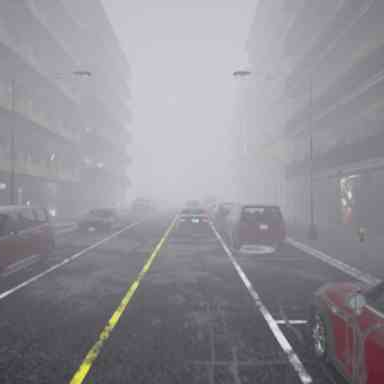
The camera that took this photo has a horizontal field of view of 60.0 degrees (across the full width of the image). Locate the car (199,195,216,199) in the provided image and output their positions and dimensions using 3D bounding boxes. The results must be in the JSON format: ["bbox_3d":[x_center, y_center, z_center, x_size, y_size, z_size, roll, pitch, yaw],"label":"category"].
[{"bbox_3d":[2.537,1.454,47.402,2.192,1.841,5.009,1,0,0],"label":"car"}]

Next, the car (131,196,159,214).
[{"bbox_3d":[-5.305,1.409,36.392,2.192,1.841,5.009,1,0,0],"label":"car"}]

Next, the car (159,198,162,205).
[{"bbox_3d":[-5.313,1.660,41.922,1.887,1.381,4.507,1,0,0],"label":"car"}]

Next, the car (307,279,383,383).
[{"bbox_3d":[2.592,1.446,3.151,1.967,1.590,4.097,1,0,0],"label":"car"}]

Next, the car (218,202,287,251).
[{"bbox_3d":[2.549,1.343,14.213,2.192,1.841,5.009,1,0,0],"label":"car"}]

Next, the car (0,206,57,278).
[{"bbox_3d":[-5.294,1.332,8.739,2.192,1.841,5.009,1,0,0],"label":"car"}]

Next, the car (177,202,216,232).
[{"bbox_3d":[0.088,1.590,20.199,2.033,1.411,5.357,0,0,0],"label":"car"}]

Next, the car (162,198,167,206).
[{"bbox_3d":[-5.320,1.774,58.516,1.802,1.307,4.206,1,0,0],"label":"car"}]

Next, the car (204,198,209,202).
[{"bbox_3d":[2.536,1.676,36.338,1.802,1.307,4.206,1,0,0],"label":"car"}]

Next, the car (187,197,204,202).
[{"bbox_3d":[0.088,1.608,38.931,1.837,1.490,4.892,0,0,0],"label":"car"}]

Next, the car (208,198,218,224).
[{"bbox_3d":[2.542,1.497,25.276,1.967,1.590,4.097,1,0,0],"label":"car"}]

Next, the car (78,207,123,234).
[{"bbox_3d":[-5.305,1.607,19.801,1.947,1.339,4.313,1,0,0],"label":"car"}]

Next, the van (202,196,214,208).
[{"bbox_3d":[2.534,1.505,52.934,1.690,1.788,3.998,1,0,0],"label":"van"}]
